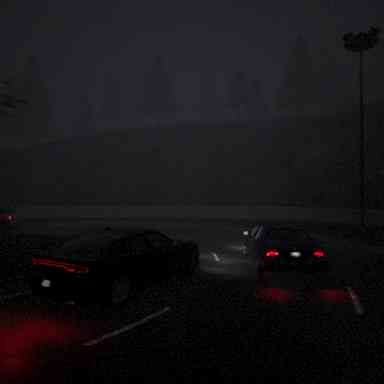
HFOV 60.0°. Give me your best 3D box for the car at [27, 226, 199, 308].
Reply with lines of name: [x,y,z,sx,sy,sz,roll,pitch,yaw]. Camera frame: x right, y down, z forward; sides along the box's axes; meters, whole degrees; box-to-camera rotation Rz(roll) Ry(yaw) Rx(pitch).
car: [-1.569,1.619,8.482,1.882,1.535,5.008,1,0,29]

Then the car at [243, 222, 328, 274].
car: [2.891,1.739,11.301,2.033,1.411,5.357,0,-1,3]

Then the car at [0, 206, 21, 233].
car: [-13.708,1.695,21.462,4.553,1.767,2.097,0,-1,-12]
